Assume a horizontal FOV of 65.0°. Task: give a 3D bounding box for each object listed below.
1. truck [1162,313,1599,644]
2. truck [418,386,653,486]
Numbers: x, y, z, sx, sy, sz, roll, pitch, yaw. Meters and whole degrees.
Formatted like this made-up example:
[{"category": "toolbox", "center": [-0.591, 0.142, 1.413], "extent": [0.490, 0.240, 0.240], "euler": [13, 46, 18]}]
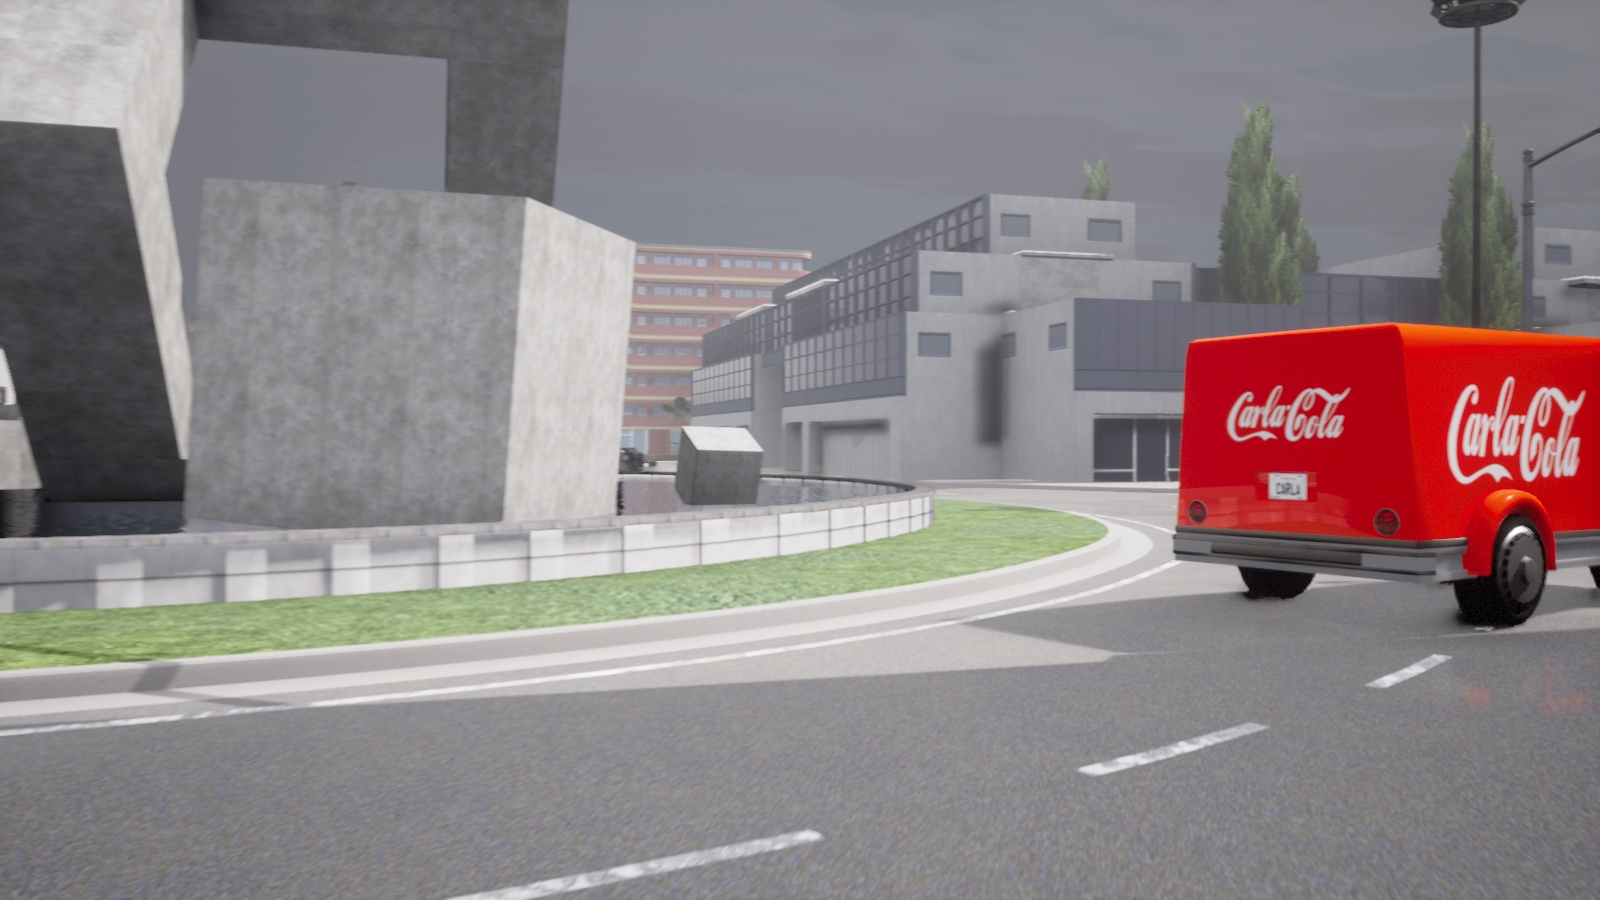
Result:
[{"category": "truck", "center": [6.242, 0.207, 11.868], "extent": [5.204, 2.467, 2.627], "euler": [0, 0, -32]}, {"category": "truck", "center": [-9.626, -0.506, 45.968], "extent": [7.936, 3.462, 2.891], "euler": [0, 0, 11]}]
